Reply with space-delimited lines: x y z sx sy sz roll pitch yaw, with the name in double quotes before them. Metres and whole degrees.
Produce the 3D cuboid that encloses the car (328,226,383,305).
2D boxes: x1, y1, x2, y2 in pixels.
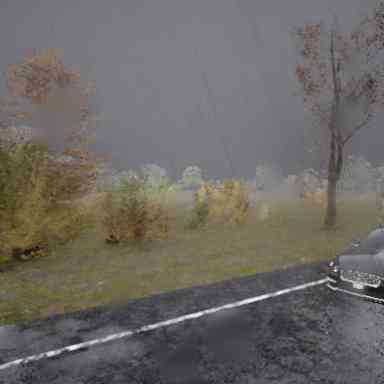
"car" 5.076 1.501 7.613 4.892 1.490 1.837 0 0 -35
